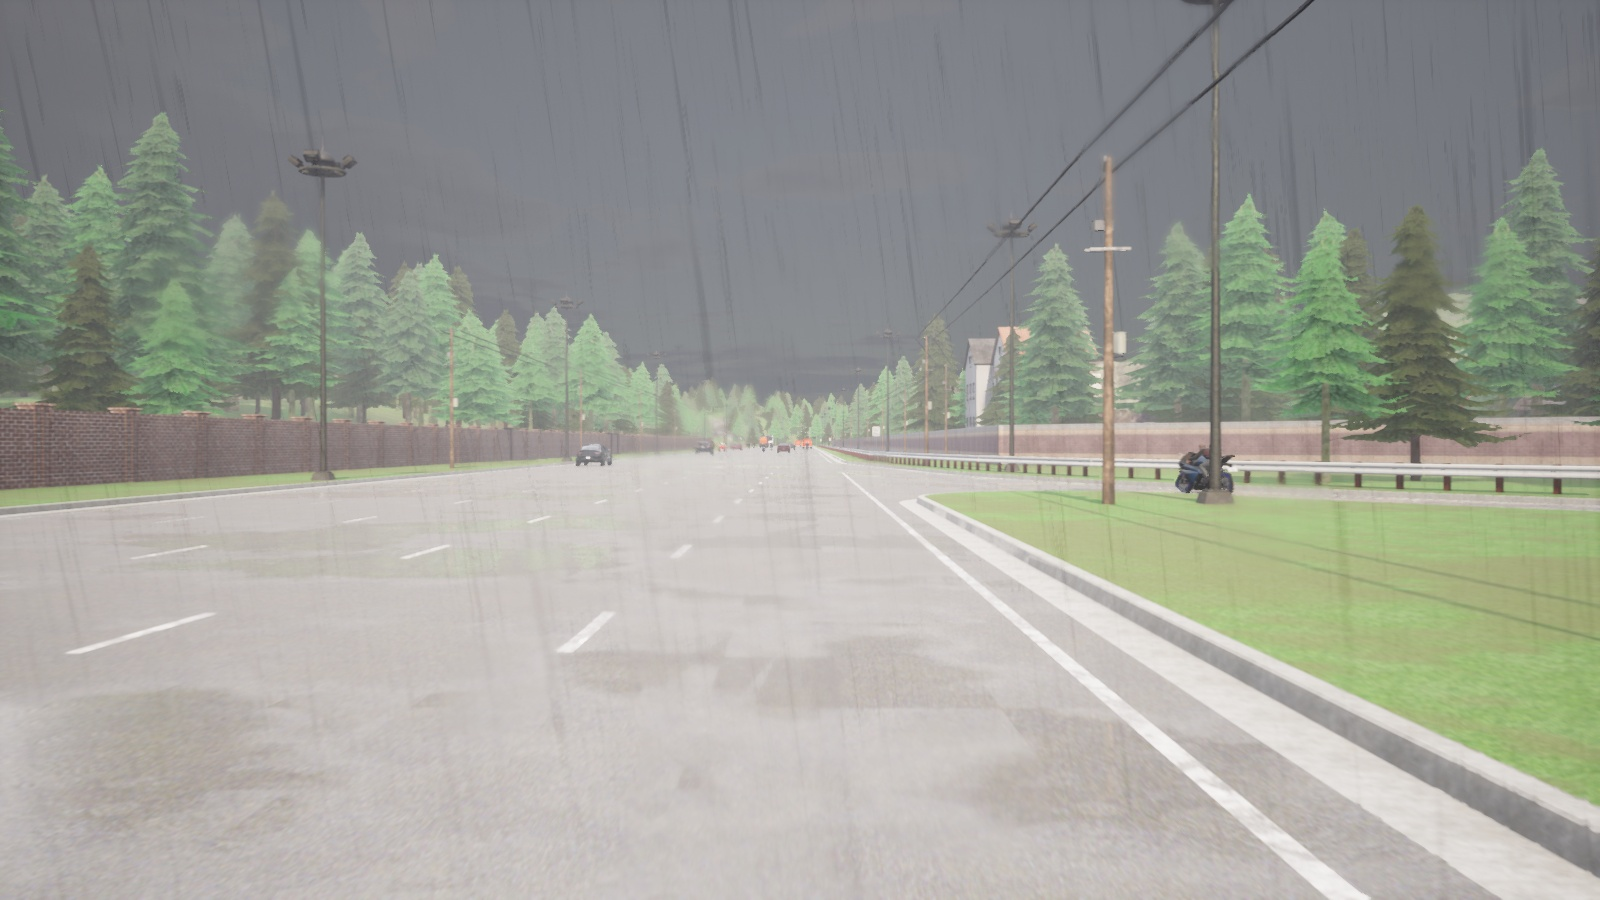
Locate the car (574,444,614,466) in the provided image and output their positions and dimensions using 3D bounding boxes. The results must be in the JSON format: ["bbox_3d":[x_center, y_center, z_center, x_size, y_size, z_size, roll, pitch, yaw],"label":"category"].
[{"bbox_3d":[-13.514,0.296,82.495,1.812,1.442,4.674,0,0,0],"label":"car"}]

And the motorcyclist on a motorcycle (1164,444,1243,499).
[{"bbox_3d":[11.631,0.587,36.244,0.866,1.530,2.191,0,0,-27],"label":"motorcyclist on a motorcycle"}]
